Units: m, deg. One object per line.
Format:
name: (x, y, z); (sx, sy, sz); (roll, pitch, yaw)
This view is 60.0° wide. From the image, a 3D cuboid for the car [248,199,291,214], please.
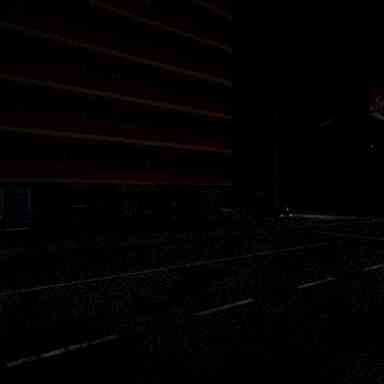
car: (8.145, 1.491, 35.316); (2.128, 1.511, 4.902); (0, 0, -36)
